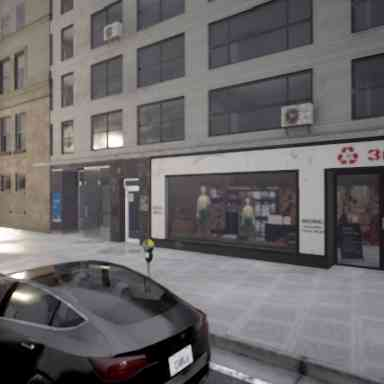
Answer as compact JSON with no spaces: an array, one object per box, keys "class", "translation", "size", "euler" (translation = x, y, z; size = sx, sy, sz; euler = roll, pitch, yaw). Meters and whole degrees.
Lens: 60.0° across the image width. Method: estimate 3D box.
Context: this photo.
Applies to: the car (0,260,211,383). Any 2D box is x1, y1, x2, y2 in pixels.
[{"class":"car","translation":[-1.788,1.570,4.247],"size":[4.313,1.339,1.947],"euler":[0,0,36]}]
